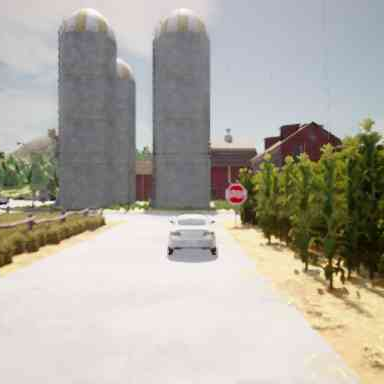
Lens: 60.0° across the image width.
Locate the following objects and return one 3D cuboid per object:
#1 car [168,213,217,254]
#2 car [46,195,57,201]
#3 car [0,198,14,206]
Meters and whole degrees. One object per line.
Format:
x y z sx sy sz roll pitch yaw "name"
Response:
0.013 1.617 13.861 1.812 1.442 4.674 0 0 0 "car"
-37.274 1.658 86.835 3.866 1.878 1.905 0 0 0 "car"
-36.991 1.742 62.630 4.611 1.667 2.242 0 0 0 "car"
